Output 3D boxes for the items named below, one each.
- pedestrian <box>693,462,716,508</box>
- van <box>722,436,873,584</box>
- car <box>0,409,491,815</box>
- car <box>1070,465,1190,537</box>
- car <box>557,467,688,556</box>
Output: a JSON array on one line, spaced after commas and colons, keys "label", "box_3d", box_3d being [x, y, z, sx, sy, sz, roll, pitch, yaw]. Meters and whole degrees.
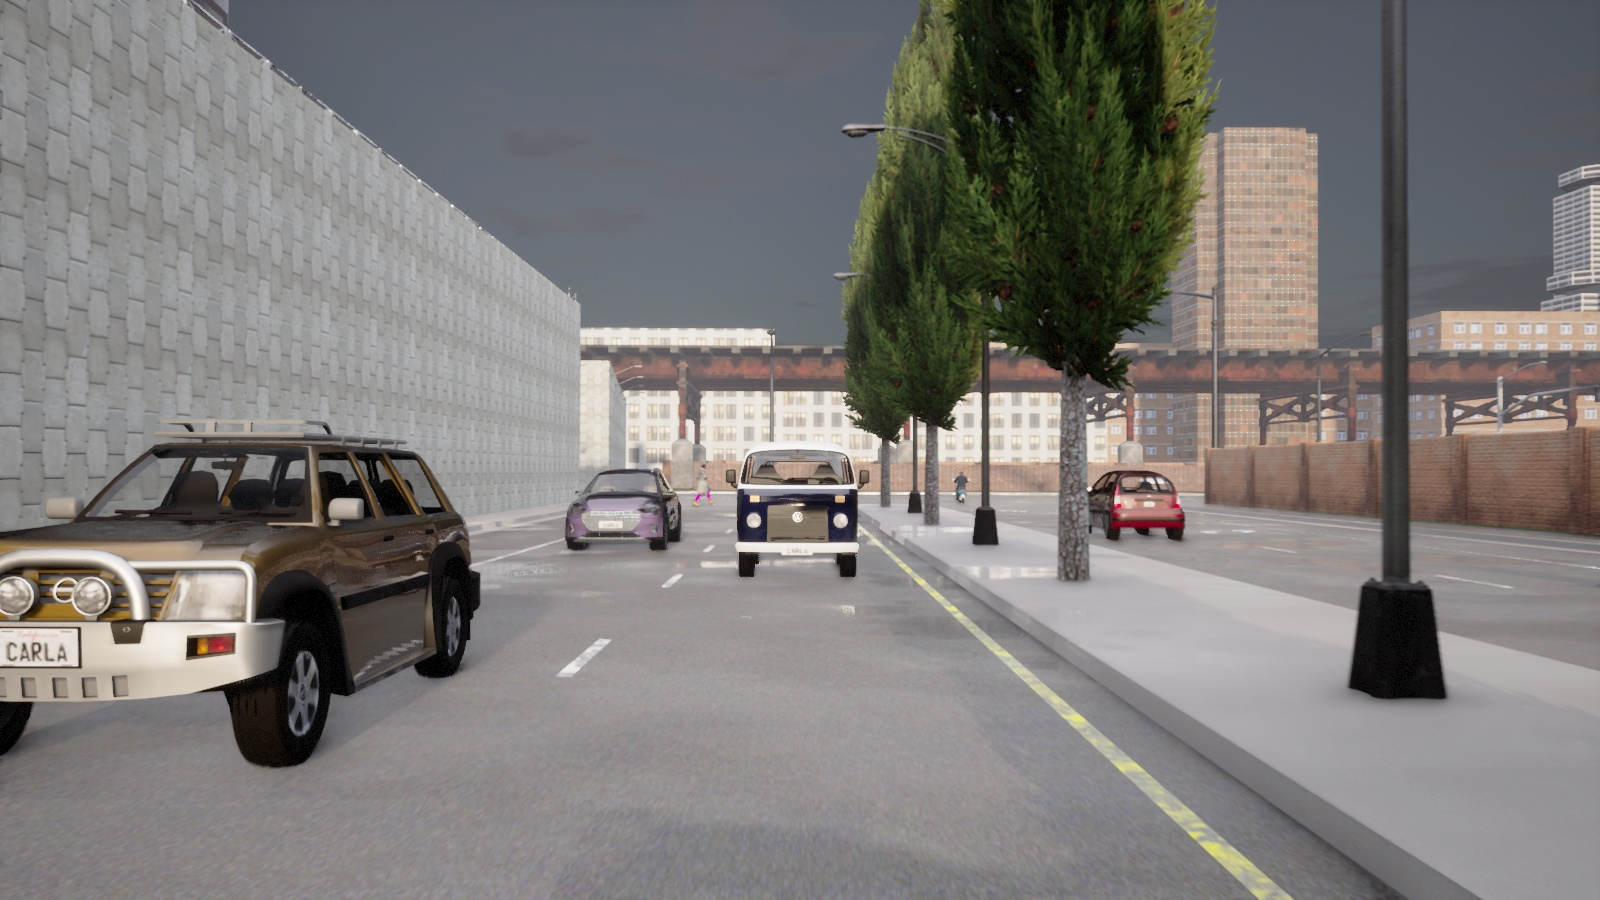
[{"label": "pedestrian", "box_3d": [-4.109, 1.506, 54.078, 0.873, 1.952, 0.659, 0, -1, -13]}, {"label": "van", "box_3d": [-0.037, 0.865, 19.563, 2.069, 2.038, 4.480, 0, -1, 0]}, {"label": "car", "box_3d": [-3.515, 0.780, 8.055, 1.932, 1.855, 4.605, 0, -1, 0]}, {"label": "car", "box_3d": [7.944, 1.193, 30.626, 1.851, 1.617, 3.988, 0, -1, 0]}, {"label": "car", "box_3d": [-3.549, 1.194, 26.002, 2.033, 1.649, 4.856, 0, -1, 0]}]
